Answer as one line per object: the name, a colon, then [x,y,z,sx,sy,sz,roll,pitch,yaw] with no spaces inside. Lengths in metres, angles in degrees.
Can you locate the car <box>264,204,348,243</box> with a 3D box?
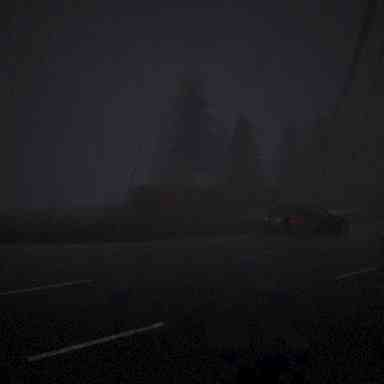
car: [5.684,1.362,16.395,4.553,1.767,2.097,0,0,-36]
